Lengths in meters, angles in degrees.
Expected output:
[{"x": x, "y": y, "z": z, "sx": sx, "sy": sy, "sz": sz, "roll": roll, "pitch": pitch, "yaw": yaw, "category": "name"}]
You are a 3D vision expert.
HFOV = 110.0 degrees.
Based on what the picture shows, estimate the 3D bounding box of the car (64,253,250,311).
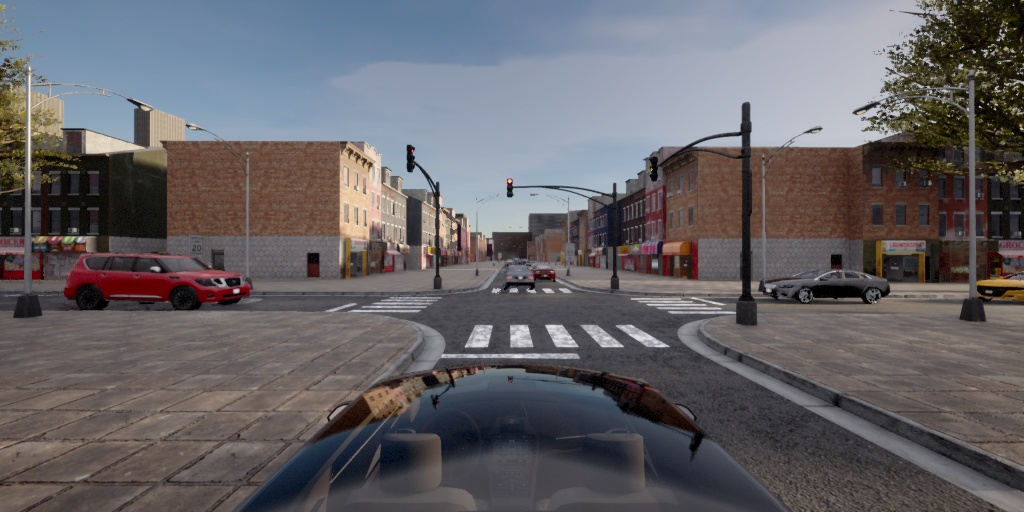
[{"x": -13.108, "y": 0.923, "z": 13.451, "sx": 5.566, "sy": 2.045, "sz": 2.150, "roll": 1, "pitch": 0, "yaw": 0, "category": "car"}]

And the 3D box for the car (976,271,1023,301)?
[{"x": 24.409, "y": 1.393, "z": 16.471, "sx": 5.008, "sy": 1.535, "sz": 1.882, "roll": 0, "pitch": 0, "yaw": 0, "category": "car"}]

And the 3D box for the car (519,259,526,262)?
[{"x": 2.297, "y": 1.365, "z": 45.690, "sx": 1.948, "sy": 1.339, "sz": 4.313, "roll": 0, "pitch": 0, "yaw": 0, "category": "car"}]

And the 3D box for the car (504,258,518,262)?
[{"x": -0.369, "y": 1.380, "z": 62.322, "sx": 1.812, "sy": 1.442, "sz": 4.674, "roll": 0, "pitch": 0, "yaw": 0, "category": "car"}]

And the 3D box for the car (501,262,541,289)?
[{"x": 0.322, "y": 1.309, "z": 22.980, "sx": 2.033, "sy": 1.411, "sz": 5.357, "roll": 0, "pitch": 0, "yaw": -3, "category": "car"}]

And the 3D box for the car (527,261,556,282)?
[{"x": 2.430, "y": 1.312, "z": 28.653, "sx": 1.888, "sy": 1.381, "sz": 4.507, "roll": 0, "pitch": 0, "yaw": 0, "category": "car"}]

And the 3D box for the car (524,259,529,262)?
[{"x": 2.384, "y": 1.300, "z": 34.502, "sx": 1.751, "sy": 1.417, "sz": 4.829, "roll": 0, "pitch": 0, "yaw": 0, "category": "car"}]

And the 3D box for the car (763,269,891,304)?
[{"x": 14.268, "y": 1.333, "z": 16.444, "sx": 4.902, "sy": 1.511, "sz": 2.128, "roll": 0, "pitch": 0, "yaw": 1, "category": "car"}]
